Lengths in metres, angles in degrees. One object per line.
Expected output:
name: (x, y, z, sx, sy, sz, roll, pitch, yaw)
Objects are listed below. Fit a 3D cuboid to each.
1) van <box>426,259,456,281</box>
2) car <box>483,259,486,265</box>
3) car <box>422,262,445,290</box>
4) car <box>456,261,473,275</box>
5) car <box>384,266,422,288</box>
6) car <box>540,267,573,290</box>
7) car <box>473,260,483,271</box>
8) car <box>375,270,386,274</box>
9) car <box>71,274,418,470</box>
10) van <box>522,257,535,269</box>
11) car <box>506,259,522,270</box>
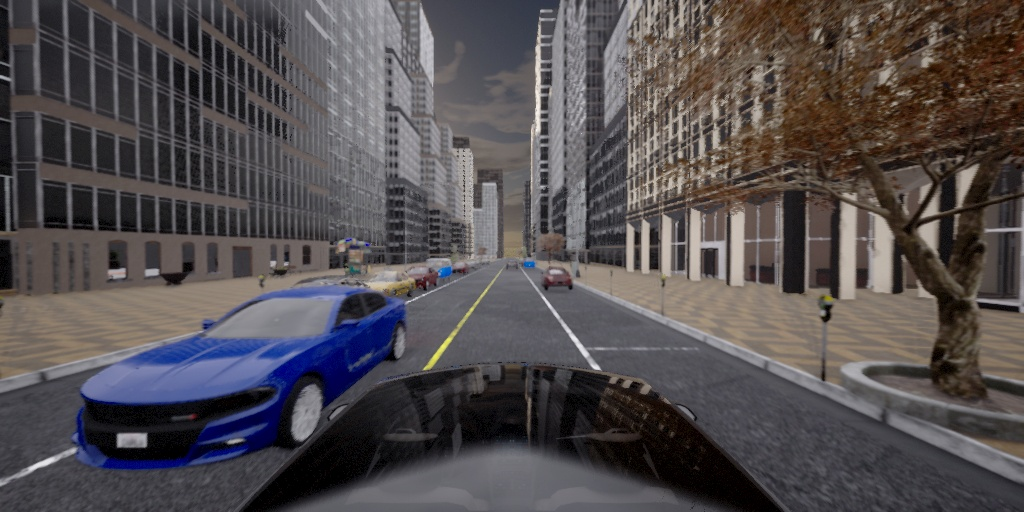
van: (-5.683, 1.093, 27.738, 1.690, 1.789, 3.998, 0, 0, 0)
car: (-5.677, 1.320, 55.864, 2.007, 1.370, 4.403, 0, 0, 0)
car: (-5.684, 1.295, 22.114, 1.888, 1.381, 4.507, 0, 0, 0)
car: (-5.680, 1.302, 38.988, 1.888, 1.381, 4.507, 0, 0, 0)
car: (-5.686, 1.274, 16.319, 1.751, 1.417, 4.829, 0, 0, 0)
car: (2.697, 1.332, 22.113, 1.802, 1.307, 4.207, 0, 0, 0)
car: (-5.678, 1.315, 50.239, 2.007, 1.370, 4.403, 0, 0, 0)
car: (-5.687, 1.299, 10.864, 2.007, 1.370, 4.403, 0, 0, 0)
car: (-3.082, 1.227, 5.413, 1.882, 1.535, 5.008, 0, 0, 0)
van: (2.705, 1.110, 55.862, 1.690, 1.789, 3.998, 0, 0, 0)
car: (0.013, 1.260, 54.685, 2.128, 1.511, 4.902, 0, 0, 0)
